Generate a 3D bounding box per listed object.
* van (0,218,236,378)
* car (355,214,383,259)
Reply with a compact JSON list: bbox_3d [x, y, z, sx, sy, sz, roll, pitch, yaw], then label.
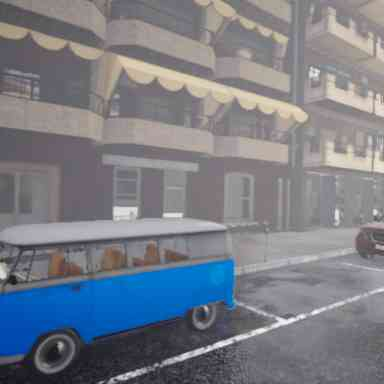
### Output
[{"bbox_3d":[-1.146,1.355,5.258,3.998,1.788,1.690,0,1,-36],"label":"van"},{"bbox_3d":[7.847,1.405,11.698,5.009,1.841,2.192,0,1,-36],"label":"car"}]
